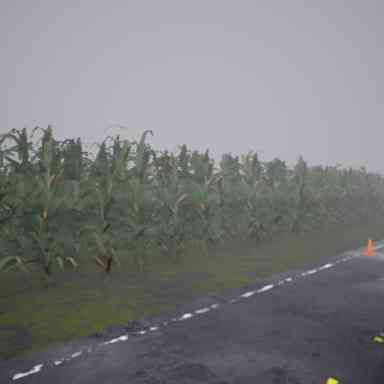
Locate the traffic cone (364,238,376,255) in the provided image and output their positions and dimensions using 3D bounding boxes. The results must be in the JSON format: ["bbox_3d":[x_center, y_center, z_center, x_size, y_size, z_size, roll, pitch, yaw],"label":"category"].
[{"bbox_3d":[6.465,1.970,12.080,0.340,0.580,0.340,0,0,-45],"label":"traffic cone"}]
